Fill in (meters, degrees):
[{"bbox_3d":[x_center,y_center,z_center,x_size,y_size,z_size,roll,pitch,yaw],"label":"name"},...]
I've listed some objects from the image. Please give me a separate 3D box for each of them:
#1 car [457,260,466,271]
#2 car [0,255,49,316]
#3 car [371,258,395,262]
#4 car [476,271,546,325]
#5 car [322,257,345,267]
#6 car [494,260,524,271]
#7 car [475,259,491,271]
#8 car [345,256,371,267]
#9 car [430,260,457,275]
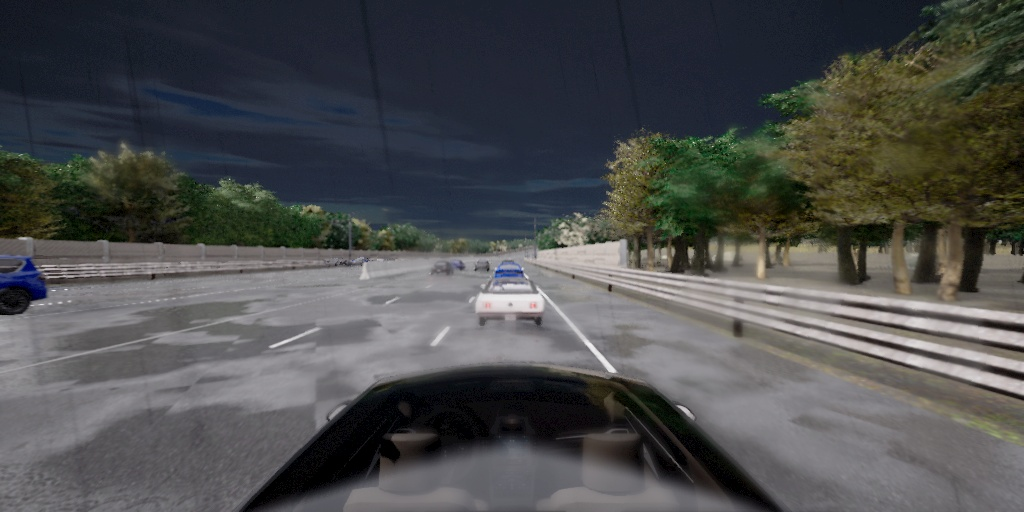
[{"bbox_3d":[-7.406,1.238,48.484,1.812,1.442,4.674,0,0,0],"label":"car"},{"bbox_3d":[-17.569,0.969,10.355,2.150,2.045,5.566,0,0,-1],"label":"car"},{"bbox_3d":[-18.064,0.921,51.522,1.994,1.385,4.181,0,0,-1],"label":"car"},{"bbox_3d":[-0.044,1.341,11.728,1.895,1.301,4.718,0,0,0],"label":"car"},{"bbox_3d":[-25.063,0.871,51.419,2.033,1.411,5.357,0,0,-1],"label":"car"},{"bbox_3d":[-0.182,1.208,24.361,1.882,1.535,5.008,0,0,-1],"label":"car"},{"bbox_3d":[-3.917,1.204,48.381,2.128,1.511,4.902,0,0,-1],"label":"car"},{"bbox_3d":[-21.564,0.808,51.470,1.882,1.535,5.008,0,0,-1],"label":"car"},{"bbox_3d":[-7.263,1.247,37.683,1.812,1.442,4.674,0,0,-1],"label":"car"}]
